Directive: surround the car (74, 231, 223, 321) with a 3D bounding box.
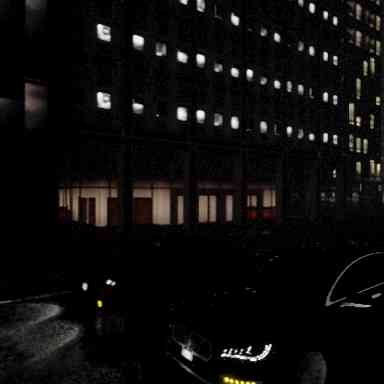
[{"bbox_3d":[-0.380,1.612,7.407,4.181,1.385,1.994,1,0,-35],"label":"car"}]

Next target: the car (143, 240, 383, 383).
[{"bbox_3d":[1.926,1.559,5.057,4.892,1.490,1.837,1,-1,-35],"label":"car"}]
